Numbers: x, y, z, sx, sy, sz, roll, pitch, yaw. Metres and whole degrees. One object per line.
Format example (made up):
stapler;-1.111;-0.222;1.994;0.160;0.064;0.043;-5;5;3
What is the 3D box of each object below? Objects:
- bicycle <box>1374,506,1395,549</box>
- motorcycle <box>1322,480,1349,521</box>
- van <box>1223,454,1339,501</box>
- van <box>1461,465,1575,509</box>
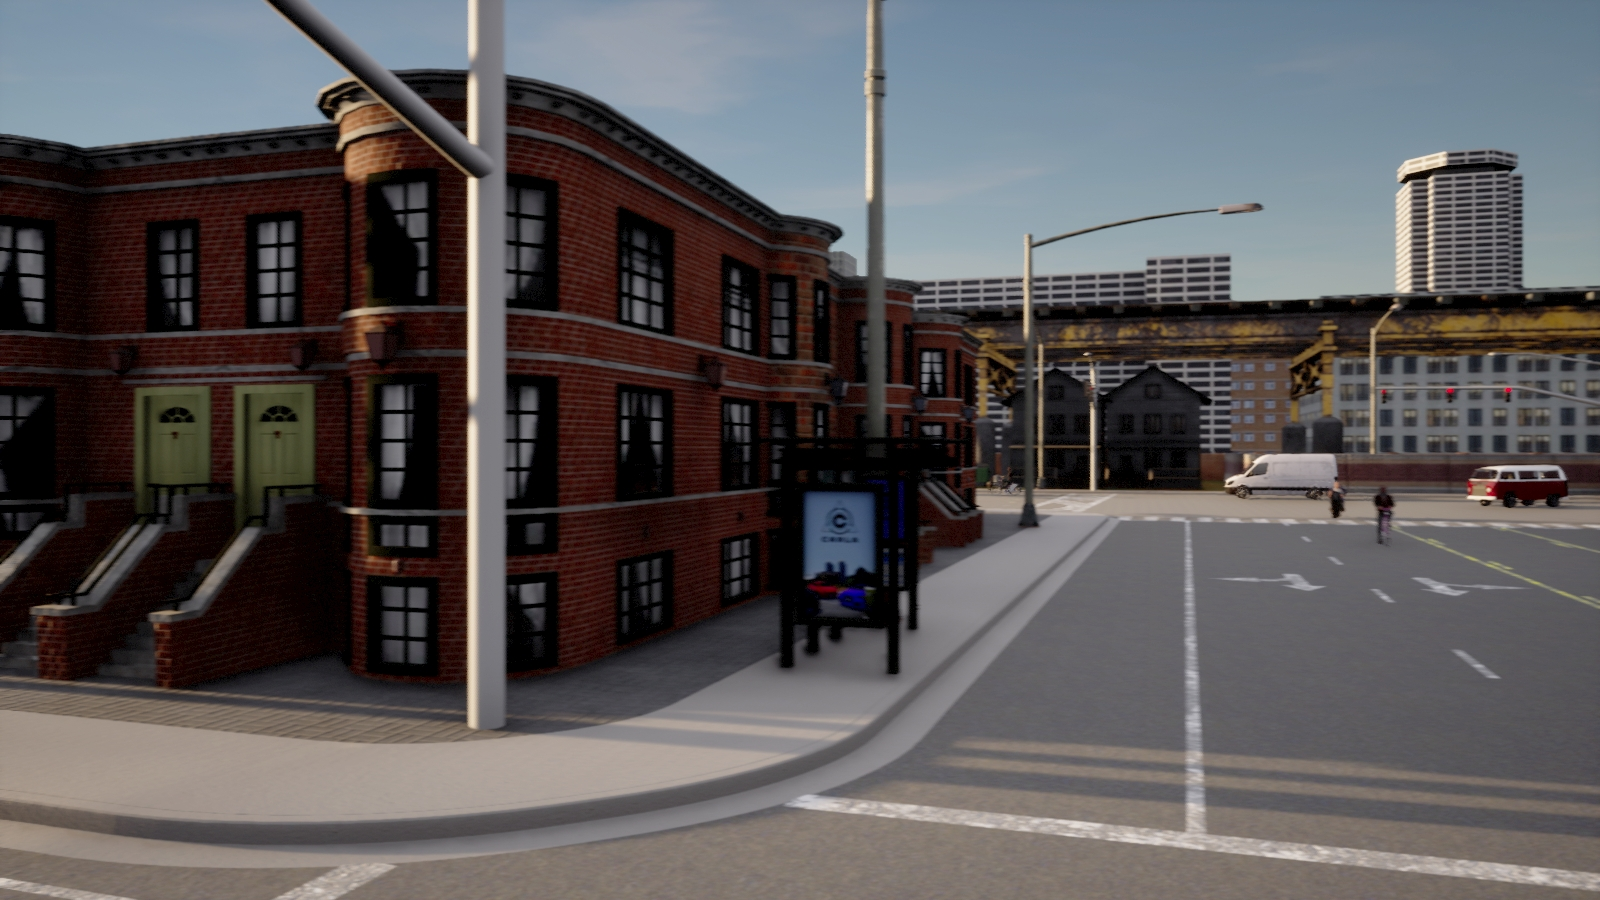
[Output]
bicycle;16.953;2.222;33.162;0.329;1.126;1.835;0;0;20
motorcycle;21.610;2.018;46.085;0.803;1.505;2.033;2;1;30
van;27.105;1.514;64.563;5.915;2.561;1.988;0;0;19
van;34.768;1.763;55.361;4.480;2.038;2.069;0;-1;-11
